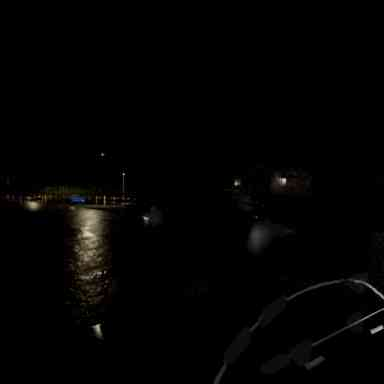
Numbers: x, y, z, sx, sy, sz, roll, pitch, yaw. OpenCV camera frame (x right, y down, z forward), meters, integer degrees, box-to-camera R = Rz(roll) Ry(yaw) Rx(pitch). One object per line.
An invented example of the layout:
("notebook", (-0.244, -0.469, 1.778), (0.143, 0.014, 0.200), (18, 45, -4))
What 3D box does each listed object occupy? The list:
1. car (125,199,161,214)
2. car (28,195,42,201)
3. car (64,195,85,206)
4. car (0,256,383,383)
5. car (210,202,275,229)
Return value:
("car", (-4.621, 1.341, 31.185), (1.994, 1.385, 4.181), (2, -1, -36))
("car", (-39.836, 1.566, 85.052), (1.895, 1.301, 4.718), (2, -1, -36))
("car", (-17.356, 1.227, 49.053), (1.882, 1.535, 5.008), (2, -1, -35))
("car", (0.482, 1.520, 3.287), (4.892, 1.490, 1.837), (0, 0, -35))
("car", (2.976, 1.376, 20.543), (1.812, 1.442, 4.674), (2, 0, -34))
